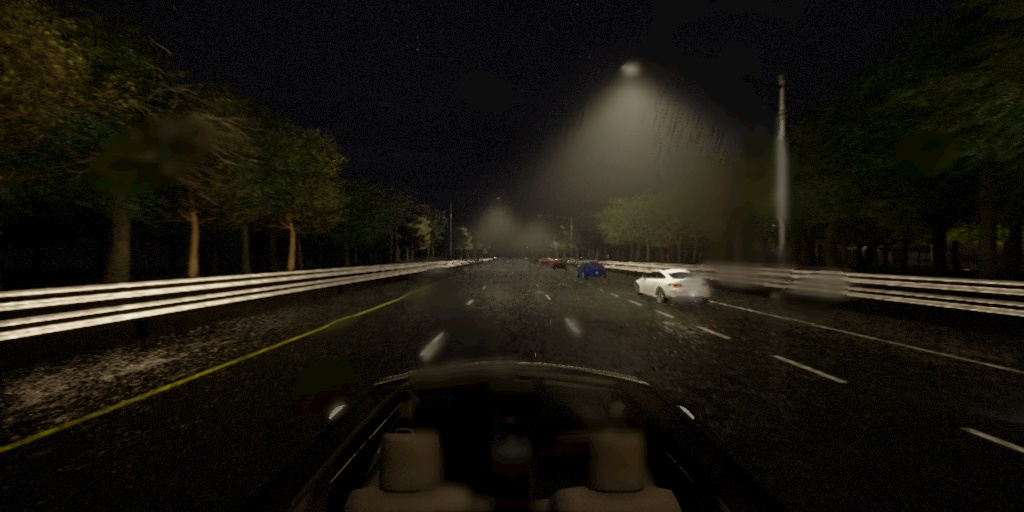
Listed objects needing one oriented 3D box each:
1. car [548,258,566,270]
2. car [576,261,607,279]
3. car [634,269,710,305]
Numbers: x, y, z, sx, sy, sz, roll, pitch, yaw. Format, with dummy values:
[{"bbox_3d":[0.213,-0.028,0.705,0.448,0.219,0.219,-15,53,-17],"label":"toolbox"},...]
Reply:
[{"bbox_3d":[7.076,1.276,54.994,1.882,1.535,5.008,0,0,0],"label":"car"},{"bbox_3d":[7.020,1.244,32.078,1.882,1.535,5.008,0,0,0],"label":"car"},{"bbox_3d":[7.009,1.281,16.079,1.812,1.442,4.674,0,0,0],"label":"car"}]
